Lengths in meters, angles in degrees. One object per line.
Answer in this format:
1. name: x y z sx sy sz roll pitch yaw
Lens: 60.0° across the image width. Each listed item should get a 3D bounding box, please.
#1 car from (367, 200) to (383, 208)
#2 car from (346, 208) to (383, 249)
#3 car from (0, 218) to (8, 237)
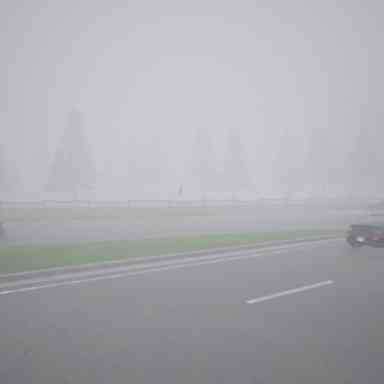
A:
1. car: 22.111 1.507 37.749 4.718 1.301 1.895 0 0 -27
2. car: 7.959 1.493 12.958 4.674 1.442 1.812 0 0 -31
3. car: -10.589 1.526 14.784 4.181 1.385 1.994 0 0 -19
